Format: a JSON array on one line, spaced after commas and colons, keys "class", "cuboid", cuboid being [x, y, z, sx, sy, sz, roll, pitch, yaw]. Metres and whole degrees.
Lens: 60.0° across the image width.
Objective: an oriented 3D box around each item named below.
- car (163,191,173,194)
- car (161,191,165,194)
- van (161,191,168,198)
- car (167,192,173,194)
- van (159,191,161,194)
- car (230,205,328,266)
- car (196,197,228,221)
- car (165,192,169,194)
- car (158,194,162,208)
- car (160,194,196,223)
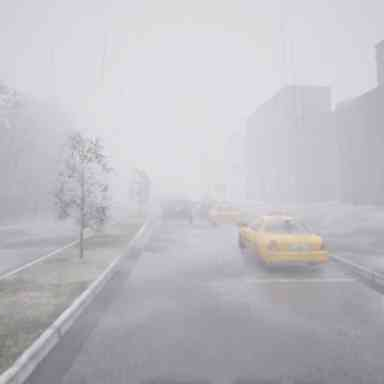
[{"class": "car", "cuboid": [-4.547, 1.172, 71.862, 2.163, 1.488, 4.792, 0, 0, -8]}, {"class": "car", "cuboid": [-5.347, 0.846, 77.347, 2.435, 2.045, 5.566, 0, 0, -8]}, {"class": "van", "cuboid": [-7.764, 0.721, 93.898, 1.878, 1.987, 4.442, 0, 1, -8]}, {"class": "car", "cuboid": [-2.944, 1.250, 60.884, 2.163, 1.488, 4.792, 0, 0, -8]}, {"class": "van", "cuboid": [-6.963, 0.775, 88.410, 1.878, 1.987, 4.442, 0, 0, -8]}, {"class": "car", "cuboid": [2.798, 1.444, 11.465, 1.946, 1.575, 5.366, 0, 0, -2]}, {"class": "car", "cuboid": [1.452, 1.418, 29.473, 2.163, 1.488, 4.792, 0, 0, -5]}, {"class": "car", "cuboid": [-3.740, 1.223, 66.342, 2.002, 1.452, 4.674, 0, 0, -8]}, {"class": "car", "cuboid": [-3.187, 1.334, 41.898, 2.128, 1.511, 4.902, 0, 0, -8]}, {"class": "car", "cuboid": [-1.155, 1.269, 24.826, 2.097, 1.767, 4.553, 0, 0, -5]}]
